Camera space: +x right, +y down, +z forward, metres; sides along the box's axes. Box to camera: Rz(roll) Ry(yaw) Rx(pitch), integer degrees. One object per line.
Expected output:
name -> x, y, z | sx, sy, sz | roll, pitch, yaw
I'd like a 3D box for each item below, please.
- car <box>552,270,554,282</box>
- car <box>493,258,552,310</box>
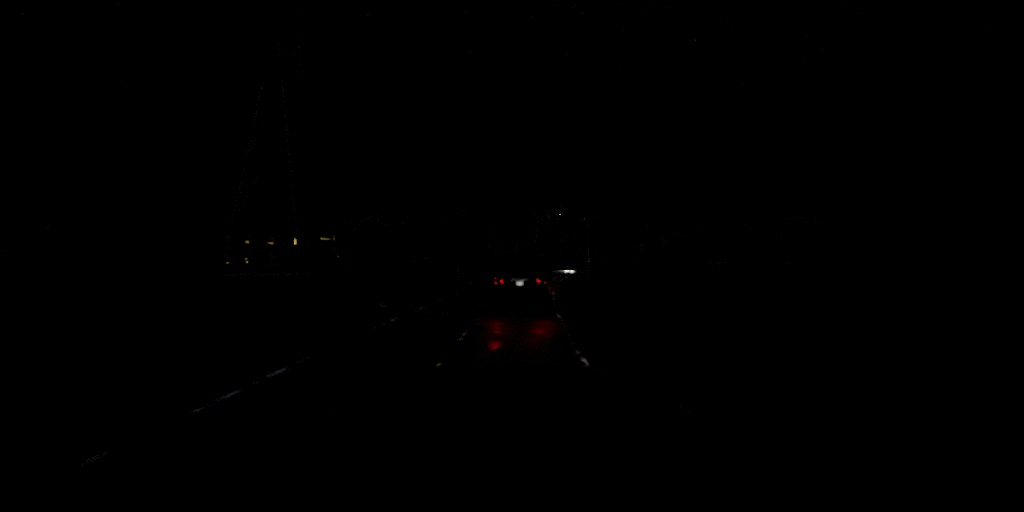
car -> 2.493, 1.579, 30.703 | 2.128, 1.511, 4.902 | 0, -1, 11
car -> 0.504, 1.118, 15.717 | 2.150, 2.045, 5.566 | 0, -1, 5
